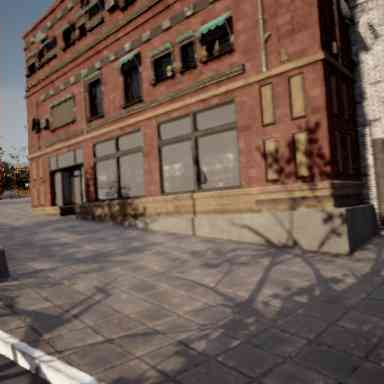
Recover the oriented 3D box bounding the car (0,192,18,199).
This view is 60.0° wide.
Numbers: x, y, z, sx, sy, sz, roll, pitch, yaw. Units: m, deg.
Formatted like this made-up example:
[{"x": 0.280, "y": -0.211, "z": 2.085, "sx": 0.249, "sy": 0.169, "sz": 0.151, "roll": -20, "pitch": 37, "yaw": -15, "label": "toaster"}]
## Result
[{"x": -35.601, "y": 0.639, "z": 64.251, "sx": 1.994, "sy": 1.385, "sz": 4.181, "roll": -5, "pitch": 2, "yaw": 7, "label": "car"}]
